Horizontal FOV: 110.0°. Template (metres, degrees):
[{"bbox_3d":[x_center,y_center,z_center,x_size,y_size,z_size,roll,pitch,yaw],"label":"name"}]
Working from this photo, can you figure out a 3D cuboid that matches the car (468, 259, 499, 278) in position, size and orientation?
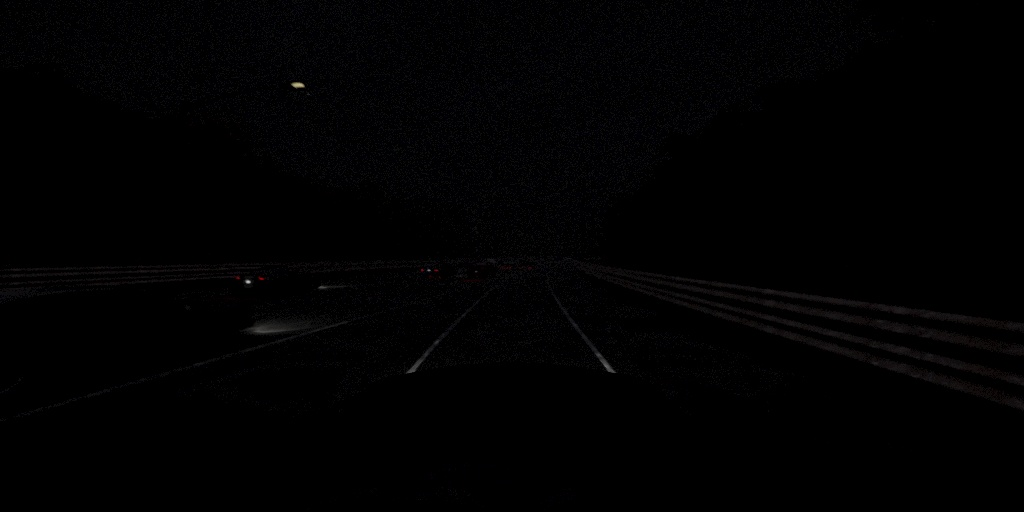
[{"bbox_3d":[-2.713,1.203,33.757,1.882,1.535,5.008,0,0,10],"label":"car"}]

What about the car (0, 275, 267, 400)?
[{"bbox_3d":[-7.399,1.218,6.154,2.033,1.411,5.357,0,0,10],"label":"car"}]

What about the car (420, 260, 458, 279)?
[{"bbox_3d":[-6.502,1.250,32.362,2.033,1.411,5.357,0,0,10],"label":"car"}]

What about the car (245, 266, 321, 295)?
[{"bbox_3d":[-12.296,1.224,19.147,1.994,1.385,4.181,0,0,10],"label":"car"}]
